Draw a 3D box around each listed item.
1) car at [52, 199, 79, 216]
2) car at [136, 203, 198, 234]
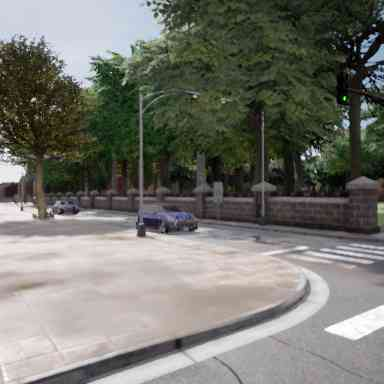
[{"bbox_3d":[-14.673,1.736,38.633,2.097,1.767,4.553,0,0,-35],"label":"car"},{"bbox_3d":[-1.613,1.493,20.282,2.097,1.767,4.553,0,0,-35],"label":"car"}]
